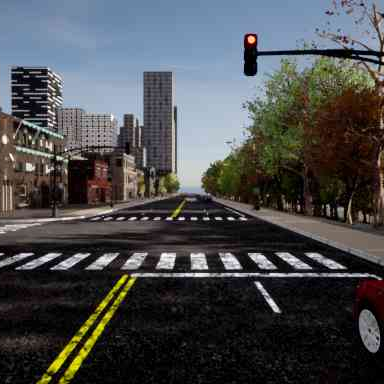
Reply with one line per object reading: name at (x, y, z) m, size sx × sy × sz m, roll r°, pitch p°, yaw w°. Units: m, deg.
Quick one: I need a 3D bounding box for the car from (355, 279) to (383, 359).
car at (3.343, 1.477, 2.940) m, size 1.882 × 1.535 × 5.008 m, roll 0°, pitch 0°, yaw 0°

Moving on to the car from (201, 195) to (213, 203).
car at (3.196, 1.523, 65.807) m, size 2.033 × 1.411 × 5.357 m, roll 0°, pitch 0°, yaw 0°

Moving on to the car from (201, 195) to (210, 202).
car at (3.076, 1.470, 76.301) m, size 1.837 × 1.490 × 4.892 m, roll 0°, pitch 0°, yaw 0°

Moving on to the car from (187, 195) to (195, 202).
car at (-0.178, 1.469, 77.360) m, size 1.837 × 1.490 × 4.892 m, roll 0°, pitch 0°, yaw 0°

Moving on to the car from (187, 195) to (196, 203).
car at (-0.055, 1.576, 67.321) m, size 1.895 × 1.301 × 4.718 m, roll 0°, pitch 0°, yaw 0°
